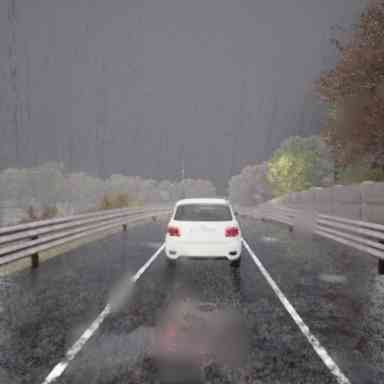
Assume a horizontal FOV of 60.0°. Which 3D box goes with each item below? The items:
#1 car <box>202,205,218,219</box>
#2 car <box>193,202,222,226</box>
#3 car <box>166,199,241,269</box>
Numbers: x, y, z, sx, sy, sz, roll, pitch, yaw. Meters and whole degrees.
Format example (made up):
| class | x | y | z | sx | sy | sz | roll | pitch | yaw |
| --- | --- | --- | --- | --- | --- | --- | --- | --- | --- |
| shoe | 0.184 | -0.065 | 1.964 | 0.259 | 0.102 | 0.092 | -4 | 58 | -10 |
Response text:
| class | x | y | z | sx | sy | sz | roll | pitch | yaw |
| --- | --- | --- | --- | --- | --- | --- | --- | --- | --- |
| car | 2.221 | 2.417 | 40.311 | 1.882 | 1.535 | 5.008 | 0 | -4 | 4 |
| car | 1.271 | 1.671 | 26.844 | 2.097 | 1.767 | 4.553 | 0 | -2 | 3 |
| car | 0.423 | 1.242 | 11.403 | 2.150 | 2.045 | 5.566 | 0 | 0 | 3 |
